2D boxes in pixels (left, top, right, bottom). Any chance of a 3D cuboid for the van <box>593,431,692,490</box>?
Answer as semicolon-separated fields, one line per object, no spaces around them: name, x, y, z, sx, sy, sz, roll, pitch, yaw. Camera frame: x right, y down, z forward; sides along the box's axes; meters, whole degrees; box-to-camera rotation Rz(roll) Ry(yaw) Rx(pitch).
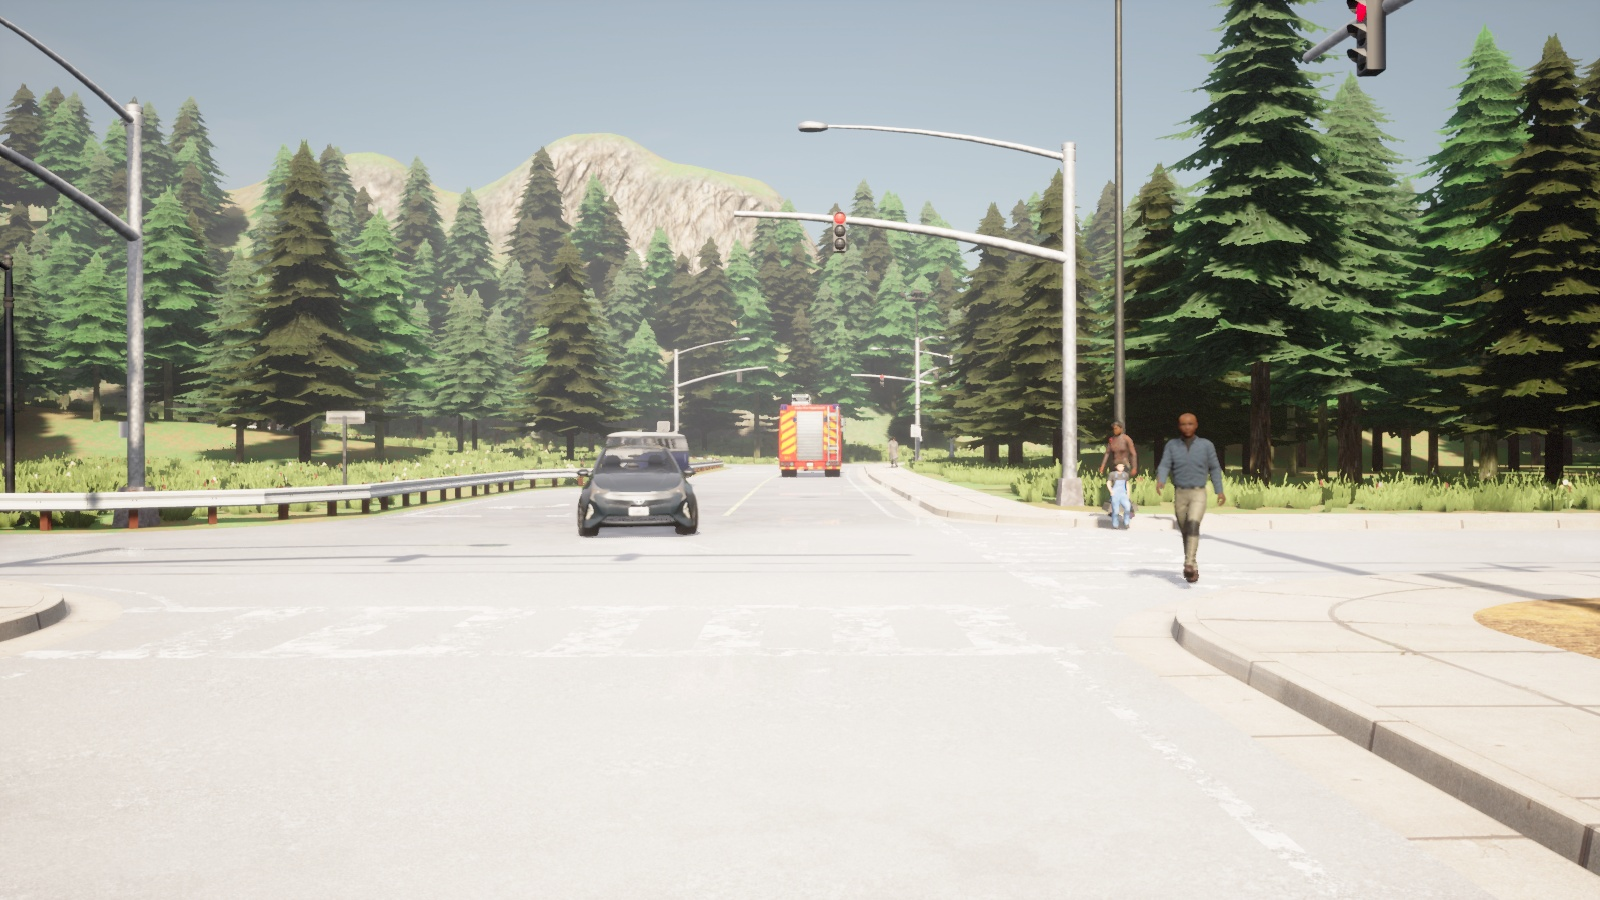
van;-5.480;0.341;44.324;1.775;1.987;4.442;0;0;17

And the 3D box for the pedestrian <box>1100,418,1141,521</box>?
pedestrian;5.762;0.342;22.552;0.328;1.805;0.869;0;0;45

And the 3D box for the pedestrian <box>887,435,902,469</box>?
pedestrian;5.413;0.113;72.047;0.659;1.952;0.873;0;0;-13

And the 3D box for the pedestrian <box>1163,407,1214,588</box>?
pedestrian;4.086;0.482;13.191;0.370;1.835;0.726;0;0;29

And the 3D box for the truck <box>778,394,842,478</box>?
truck;0.580;-0.659;61.508;2.891;3.827;8.468;0;0;2

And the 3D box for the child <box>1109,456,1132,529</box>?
child;5.587;0.733;21.922;0.270;1.263;0.437;0;0;-4

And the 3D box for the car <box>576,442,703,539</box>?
car;-2.922;0.629;22.329;2.007;1.525;4.514;0;0;-9
